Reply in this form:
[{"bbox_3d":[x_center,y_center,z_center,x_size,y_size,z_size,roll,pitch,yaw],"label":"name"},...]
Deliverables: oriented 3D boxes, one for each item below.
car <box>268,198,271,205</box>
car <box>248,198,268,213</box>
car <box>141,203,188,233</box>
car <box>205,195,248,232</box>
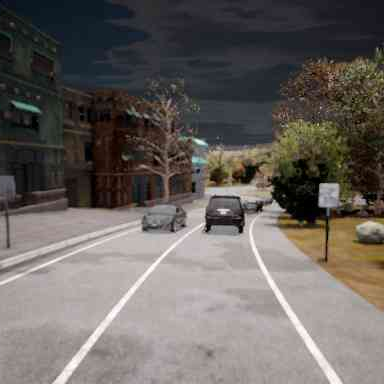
[{"bbox_3d":[13.102,1.800,60.400,2.033,1.411,5.357,3,3,27],"label":"car"},{"bbox_3d":[7.078,1.620,38.590,2.128,1.511,4.902,2,0,19],"label":"car"},{"bbox_3d":[-1.492,1.443,19.415,1.837,1.490,4.892,1,0,10],"label":"car"},{"bbox_3d":[2.143,1.224,20.352,2.150,2.045,5.566,1,0,10],"label":"car"}]
